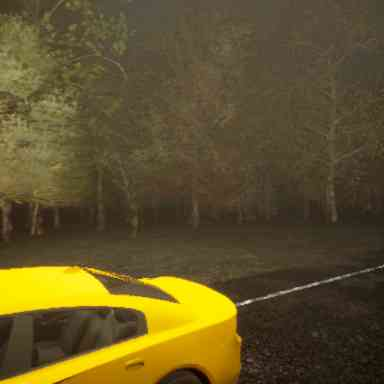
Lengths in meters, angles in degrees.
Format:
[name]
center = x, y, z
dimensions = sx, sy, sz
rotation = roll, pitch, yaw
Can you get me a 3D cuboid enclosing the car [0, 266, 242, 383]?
[car]
center = -1.824, 1.467, 2.686
dimensions = 5.008, 1.535, 1.882
rotation = 1, 0, -35
